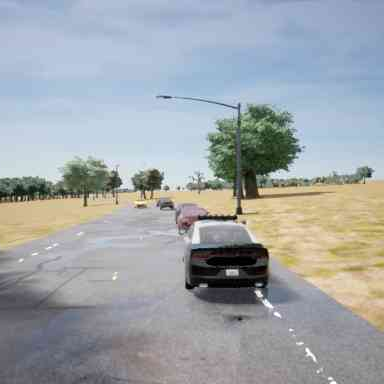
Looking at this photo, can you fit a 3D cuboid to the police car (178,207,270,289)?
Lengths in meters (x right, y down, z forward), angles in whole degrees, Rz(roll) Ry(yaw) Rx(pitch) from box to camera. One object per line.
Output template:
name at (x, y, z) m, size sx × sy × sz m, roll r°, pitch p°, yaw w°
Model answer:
police car at (0.695, 1.447, 9.378) m, size 1.930 × 1.638 × 5.238 m, roll 0°, pitch 0°, yaw -3°

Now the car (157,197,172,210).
car at (-3.536, 1.705, 46.160) m, size 1.837 × 1.490 × 4.892 m, roll 0°, pitch -1°, yaw -7°

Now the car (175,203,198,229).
car at (0.098, 1.579, 19.308) m, size 1.812 × 1.442 × 4.674 m, roll 0°, pitch 0°, yaw -4°

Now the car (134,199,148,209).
car at (-7.653, 1.721, 49.765) m, size 1.882 × 1.535 × 5.008 m, roll 0°, pitch -1°, yaw -8°

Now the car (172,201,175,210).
car at (-0.363, 1.577, 25.325) m, size 1.837 × 1.490 × 4.892 m, roll 0°, pitch 0°, yaw -5°
